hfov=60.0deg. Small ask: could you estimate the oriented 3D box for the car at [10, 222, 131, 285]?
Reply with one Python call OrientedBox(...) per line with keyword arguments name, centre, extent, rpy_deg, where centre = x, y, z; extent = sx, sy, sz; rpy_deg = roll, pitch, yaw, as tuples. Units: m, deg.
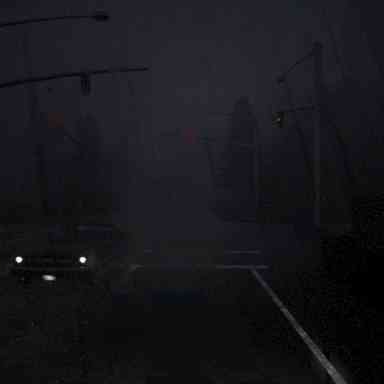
OrientedBox(name="car", centre=(-3.124, 1.601, 9.608), extent=(1.895, 1.301, 4.718), rpy_deg=(0, 0, 1))
